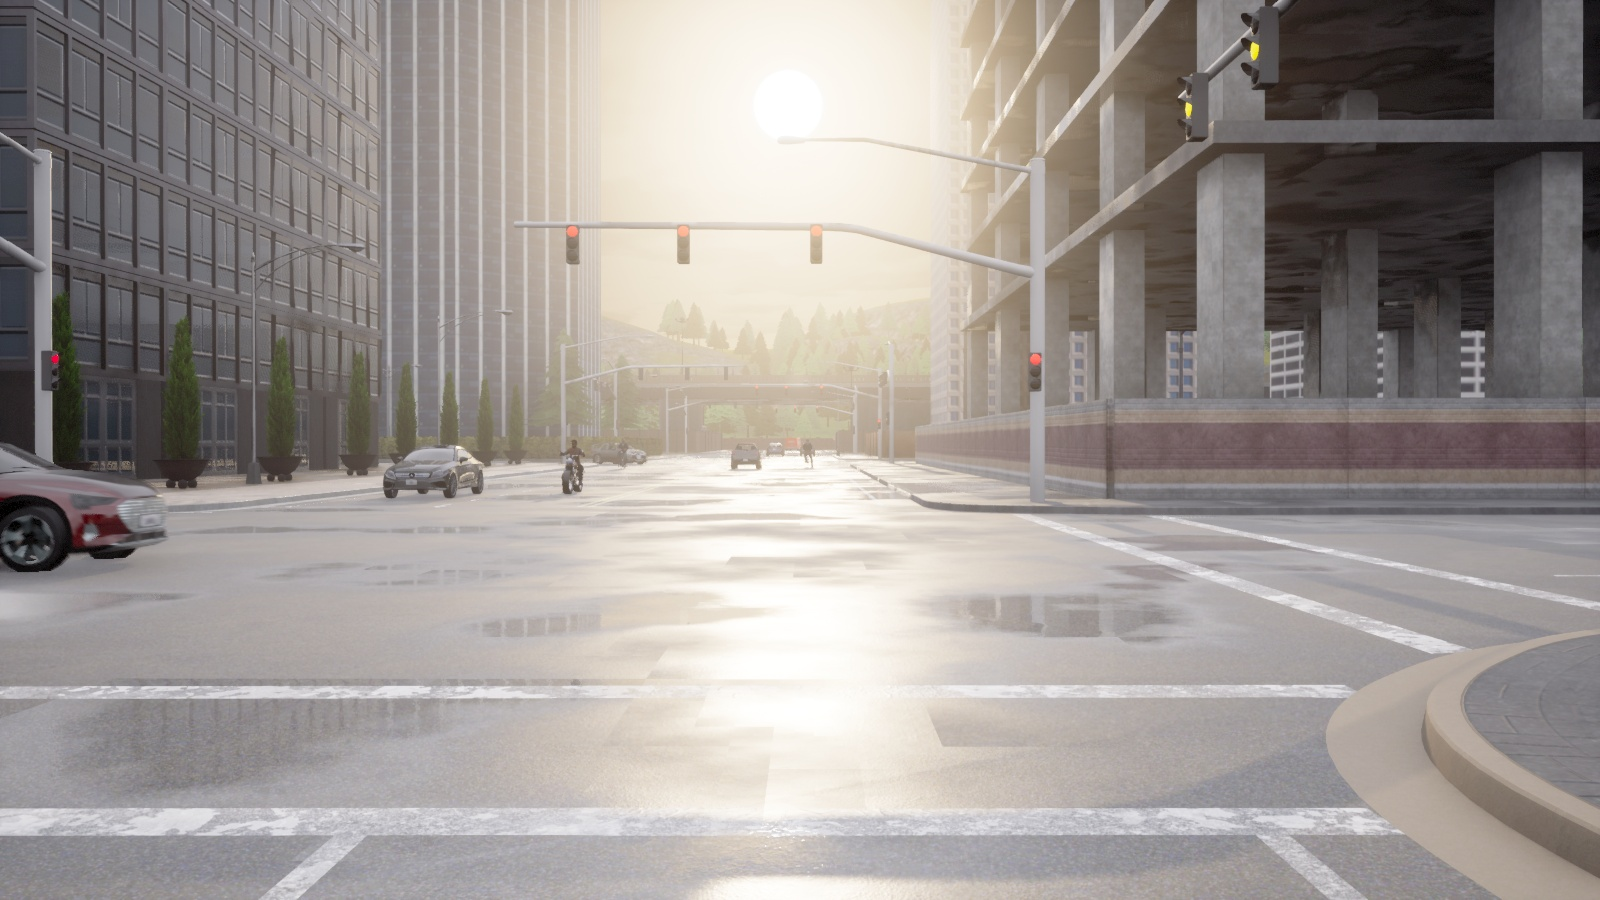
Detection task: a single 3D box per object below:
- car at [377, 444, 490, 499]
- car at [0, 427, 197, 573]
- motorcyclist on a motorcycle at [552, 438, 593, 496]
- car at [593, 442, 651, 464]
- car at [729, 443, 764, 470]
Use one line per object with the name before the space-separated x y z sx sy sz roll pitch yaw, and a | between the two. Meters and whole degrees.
car | -10.276 0.563 35.566 1.812 1.442 4.674 0 0 0
car | -10.174 0.554 15.120 4.856 1.649 2.033 0 0 -1
motorcyclist on a motorcycle | -6.765 0.480 37.403 0.766 1.649 2.350 0 0 0
car | -12.235 0.216 86.136 3.806 1.475 1.970 0 0 42
car | -3.061 0.351 72.112 1.845 1.501 3.633 0 0 0
